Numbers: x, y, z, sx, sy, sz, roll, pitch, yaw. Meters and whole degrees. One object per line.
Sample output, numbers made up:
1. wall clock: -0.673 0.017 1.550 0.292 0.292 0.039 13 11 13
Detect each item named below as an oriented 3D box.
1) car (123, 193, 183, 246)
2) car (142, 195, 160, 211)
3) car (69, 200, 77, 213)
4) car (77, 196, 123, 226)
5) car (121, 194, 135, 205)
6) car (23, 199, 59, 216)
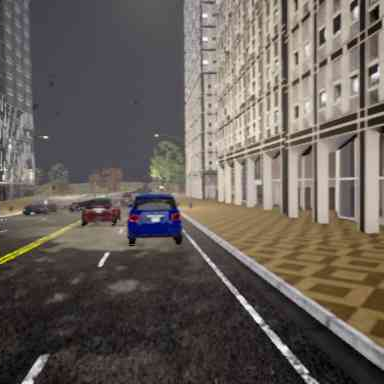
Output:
1. car: -1.671 1.068 14.823 2.150 2.045 5.566 -1 1 -7
2. car: -4.393 1.154 35.365 1.812 1.442 4.674 -1 1 -7
3. car: -10.837 1.319 33.173 1.994 1.385 4.181 -1 1 -7
4. car: -5.904 1.170 22.147 2.097 1.767 4.553 -1 1 -8
5. car: -9.611 1.047 49.945 1.812 1.442 4.674 -1 1 -8
6. car: -13.799 1.378 30.742 2.033 1.411 5.357 -1 1 -7
